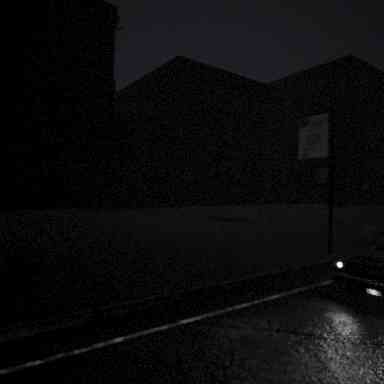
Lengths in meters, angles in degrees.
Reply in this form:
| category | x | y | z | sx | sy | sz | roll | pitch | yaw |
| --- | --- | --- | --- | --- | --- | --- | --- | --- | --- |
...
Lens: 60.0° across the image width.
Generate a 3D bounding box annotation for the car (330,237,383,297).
| category | x | y | z | sx | sy | sz | roll | pitch | yaw |
| --- | --- | --- | --- | --- | --- | --- | --- | --- | --- |
| car | 5.277 | 1.617 | 7.687 | 4.718 | 1.301 | 1.895 | 0 | 0 | -36 |
